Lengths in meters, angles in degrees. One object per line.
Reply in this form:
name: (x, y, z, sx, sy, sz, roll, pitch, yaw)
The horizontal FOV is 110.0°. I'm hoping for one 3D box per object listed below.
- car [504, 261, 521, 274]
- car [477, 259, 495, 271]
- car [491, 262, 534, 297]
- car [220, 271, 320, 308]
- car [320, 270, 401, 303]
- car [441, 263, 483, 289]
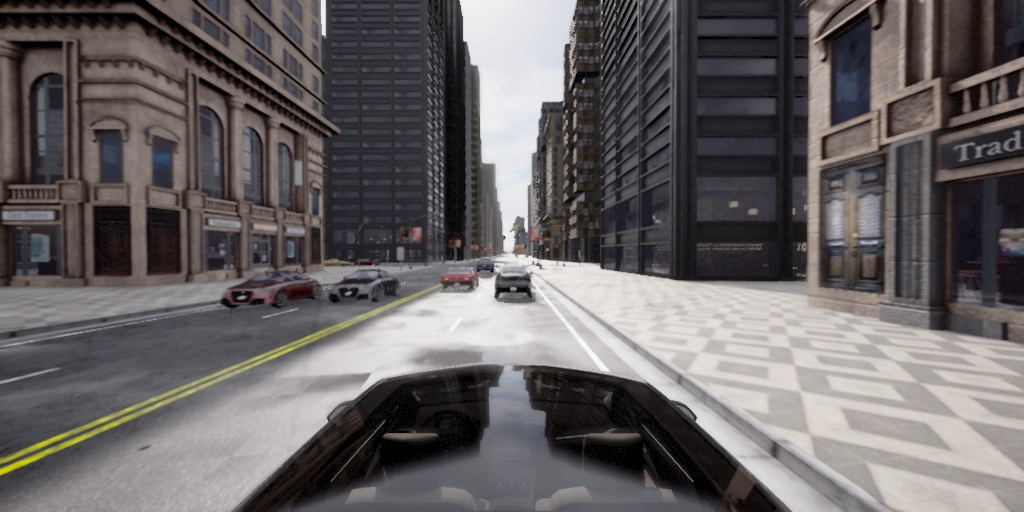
car: (0.011, 1.337, 42.328, 1.895, 1.301, 4.718, 0, 0, 0)
car: (-3.245, 1.095, 44.321, 2.097, 1.767, 4.553, 0, 0, 0)
car: (0.063, 1.252, 18.880, 1.837, 1.490, 4.892, 0, 1, 0)
car: (-9.874, 1.332, 15.094, 1.994, 1.385, 4.181, 0, 0, 0)
car: (-6.627, 1.324, 16.521, 1.994, 1.385, 4.181, 0, 0, 0)
car: (-3.195, 1.351, 23.020, 1.895, 1.301, 4.718, 0, 0, 0)
